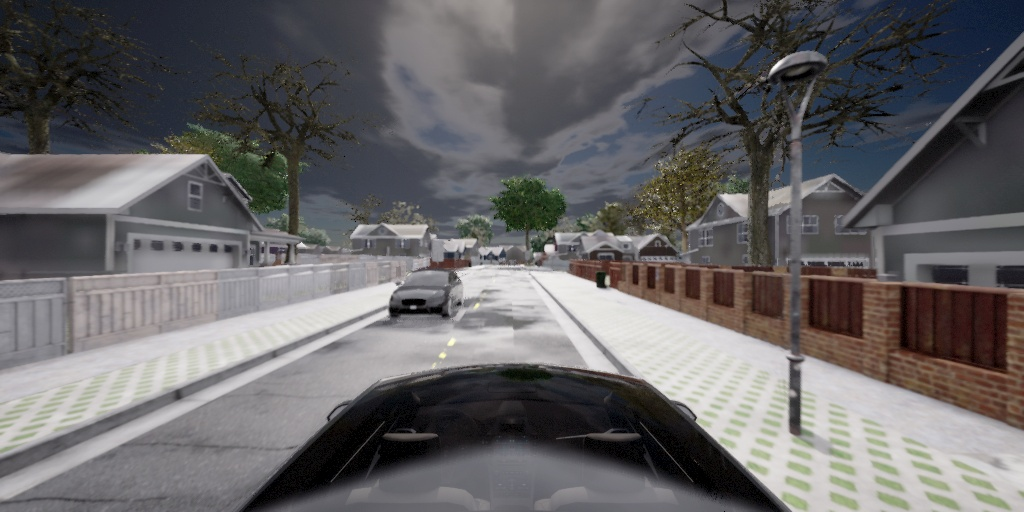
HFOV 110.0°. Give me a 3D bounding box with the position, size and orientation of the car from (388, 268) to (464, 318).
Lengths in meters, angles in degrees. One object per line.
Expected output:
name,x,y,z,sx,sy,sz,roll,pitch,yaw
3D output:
car,-2.846,1.217,12.768,1.837,1.490,4.892,0,0,0
